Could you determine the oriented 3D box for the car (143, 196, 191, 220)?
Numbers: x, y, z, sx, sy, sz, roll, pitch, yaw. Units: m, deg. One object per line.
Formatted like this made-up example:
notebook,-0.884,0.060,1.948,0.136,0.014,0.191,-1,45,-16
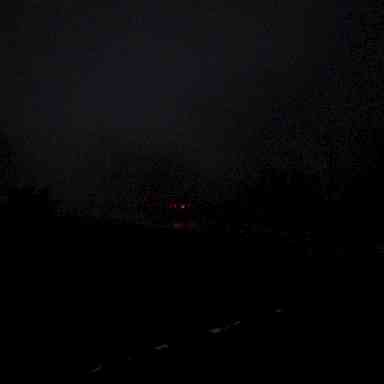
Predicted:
car,-2.347,1.342,29.844,2.150,2.045,5.566,1,-1,-36
